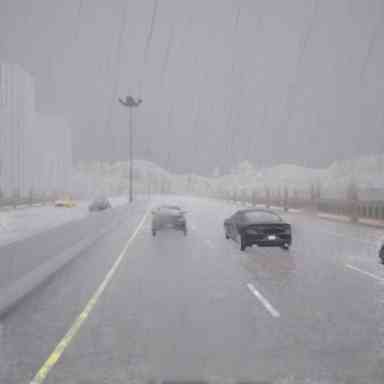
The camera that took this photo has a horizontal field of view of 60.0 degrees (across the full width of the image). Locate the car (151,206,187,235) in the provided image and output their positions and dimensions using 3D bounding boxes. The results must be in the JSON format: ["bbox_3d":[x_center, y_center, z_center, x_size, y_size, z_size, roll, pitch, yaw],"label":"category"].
[{"bbox_3d":[-1.297,1.522,18.774,1.812,1.442,4.674,0,0,-5],"label":"car"}]

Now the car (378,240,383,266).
[{"bbox_3d":[6.602,1.495,8.058,1.812,1.442,4.674,0,0,-4],"label":"car"}]

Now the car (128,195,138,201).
[{"bbox_3d":[-14.018,1.405,78.749,1.812,1.442,4.674,0,0,-5],"label":"car"}]

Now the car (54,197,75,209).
[{"bbox_3d":[-18.213,1.528,47.667,1.882,1.535,5.008,0,0,-5],"label":"car"}]

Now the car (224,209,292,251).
[{"bbox_3d":[2.614,1.460,14.212,1.882,1.535,5.008,0,0,-5],"label":"car"}]

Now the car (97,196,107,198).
[{"bbox_3d":[-15.549,1.527,57.073,2.128,1.511,4.902,0,0,-5],"label":"car"}]

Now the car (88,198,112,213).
[{"bbox_3d":[-10.228,1.624,37.189,1.895,1.301,4.718,0,0,-5],"label":"car"}]
